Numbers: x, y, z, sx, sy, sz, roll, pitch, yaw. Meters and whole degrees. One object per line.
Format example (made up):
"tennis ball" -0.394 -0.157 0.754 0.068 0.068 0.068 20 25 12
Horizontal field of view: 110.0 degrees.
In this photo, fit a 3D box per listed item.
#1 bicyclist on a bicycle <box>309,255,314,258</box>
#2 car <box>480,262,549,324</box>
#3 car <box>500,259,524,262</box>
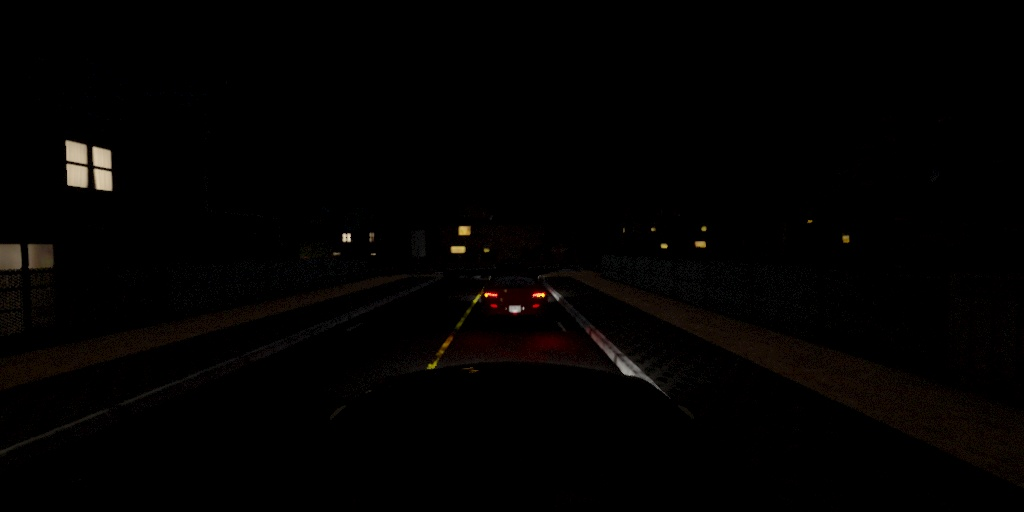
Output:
"bicyclist on a bicycle" -20.305 0.725 36.297 0.582 1.620 1.656 -1 2 0
"car" 0.064 1.085 11.023 1.812 1.442 4.674 0 1 0
"car" -0.021 0.881 20.298 1.837 1.490 4.892 0 1 -2
